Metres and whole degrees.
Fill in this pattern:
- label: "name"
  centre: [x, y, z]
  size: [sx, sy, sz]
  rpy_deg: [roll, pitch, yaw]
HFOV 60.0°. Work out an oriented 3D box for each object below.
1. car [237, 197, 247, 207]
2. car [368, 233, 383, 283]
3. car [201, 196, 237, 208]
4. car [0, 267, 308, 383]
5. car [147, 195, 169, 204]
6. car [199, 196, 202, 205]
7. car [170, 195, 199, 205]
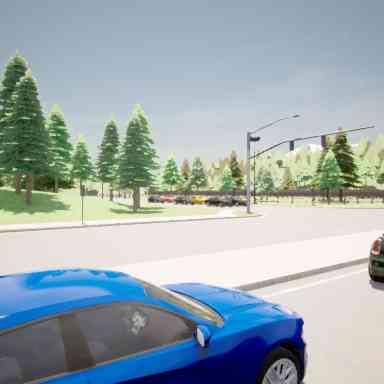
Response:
- label: "car"
  centre: [6.634, 1.478, 52.280]
  size: [1.882, 1.535, 5.008]
  rpy_deg: [0, 0, -35]
- label: "car"
  centre: [6.500, 1.352, 8.408]
  size: [4.553, 1.767, 2.097]
  rpy_deg: [0, 0, -35]
- label: "car"
  centre: [4.014, 1.478, 49.916]
  size: [1.882, 1.535, 5.008]
  rpy_deg: [0, 0, -35]
- label: "car"
  centre: [-0.996, 1.478, 3.037]
  size: [5.008, 1.535, 1.882]
  rpy_deg: [0, 0, -35]
- label: "car"
  centre: [-7.185, 1.505, 66.047]
  size: [1.837, 1.490, 4.892]
  rpy_deg: [0, 0, -35]
- label: "car"
  centre: [1.162, 1.478, 60.137]
  size: [1.882, 1.535, 5.008]
  rpy_deg: [0, 0, -35]
- label: "car"
  centre: [-1.361, 1.505, 57.624]
  size: [1.837, 1.490, 4.892]
  rpy_deg: [0, 0, -35]
